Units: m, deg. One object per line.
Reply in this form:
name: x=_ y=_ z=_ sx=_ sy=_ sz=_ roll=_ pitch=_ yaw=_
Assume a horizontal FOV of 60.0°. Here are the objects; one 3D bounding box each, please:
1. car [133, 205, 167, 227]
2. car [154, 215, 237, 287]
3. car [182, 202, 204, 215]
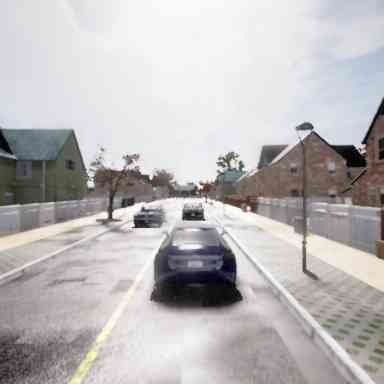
car: x=-2.851 y=1.589 z=23.079 sx=1.895 sy=1.301 sz=4.718 roll=0 pitch=0 yaw=0
car: x=0.083 y=1.556 z=9.323 sx=1.994 sy=1.385 sz=4.181 roll=0 pitch=0 yaw=0
car: x=0.096 y=1.592 z=29.942 sx=1.895 sy=1.301 sz=4.718 roll=0 pitch=0 yaw=0
